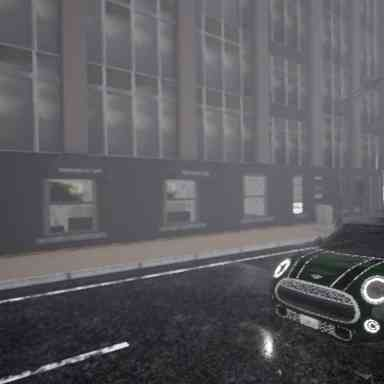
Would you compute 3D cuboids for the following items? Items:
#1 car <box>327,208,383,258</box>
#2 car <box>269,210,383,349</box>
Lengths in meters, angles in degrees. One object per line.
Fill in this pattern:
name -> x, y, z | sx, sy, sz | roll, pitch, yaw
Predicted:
car -> 7.893, 1.444, 13.308 | 5.357, 1.411, 2.033 | 0, 0, -35
car -> 3.553, 1.304, 6.220 | 4.553, 1.767, 2.097 | -1, 0, -35
